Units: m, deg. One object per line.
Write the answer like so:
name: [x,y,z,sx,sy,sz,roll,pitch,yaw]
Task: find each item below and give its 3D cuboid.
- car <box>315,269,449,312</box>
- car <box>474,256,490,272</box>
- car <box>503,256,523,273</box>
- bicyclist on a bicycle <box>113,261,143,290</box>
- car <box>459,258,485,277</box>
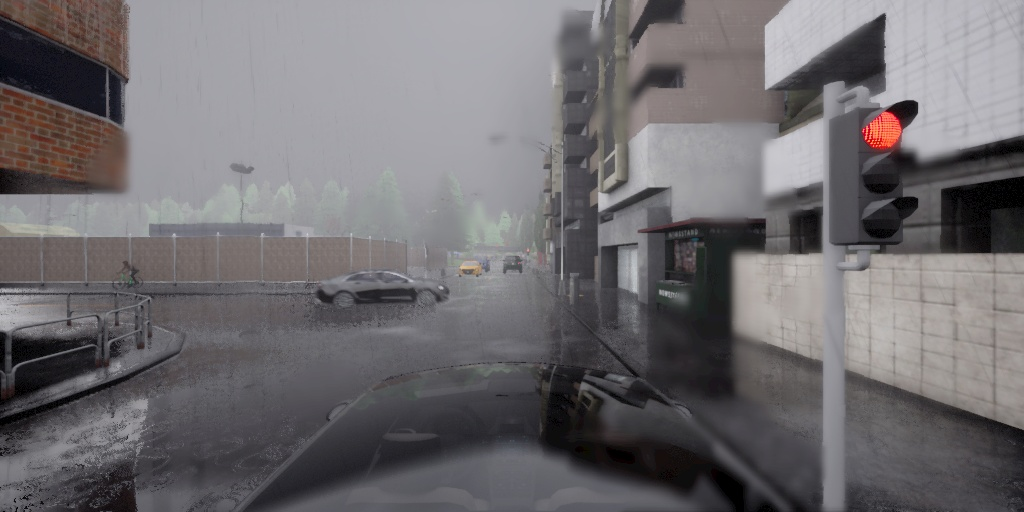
car: [-4.959,1.243,14.093,4.902,1.511,2.128,0,0,-17]
car: [-4.072,0.971,46.517,2.150,2.045,5.566,0,0,0]
car: [0.095,0.971,42.692,2.150,2.045,5.566,0,0,0]
bicyclist on a bicycle: [-22.177,1.099,20.723,0.582,1.620,1.656,0,0,0]
car: [-4.105,1.228,35.815,1.882,1.535,5.008,0,0,0]
